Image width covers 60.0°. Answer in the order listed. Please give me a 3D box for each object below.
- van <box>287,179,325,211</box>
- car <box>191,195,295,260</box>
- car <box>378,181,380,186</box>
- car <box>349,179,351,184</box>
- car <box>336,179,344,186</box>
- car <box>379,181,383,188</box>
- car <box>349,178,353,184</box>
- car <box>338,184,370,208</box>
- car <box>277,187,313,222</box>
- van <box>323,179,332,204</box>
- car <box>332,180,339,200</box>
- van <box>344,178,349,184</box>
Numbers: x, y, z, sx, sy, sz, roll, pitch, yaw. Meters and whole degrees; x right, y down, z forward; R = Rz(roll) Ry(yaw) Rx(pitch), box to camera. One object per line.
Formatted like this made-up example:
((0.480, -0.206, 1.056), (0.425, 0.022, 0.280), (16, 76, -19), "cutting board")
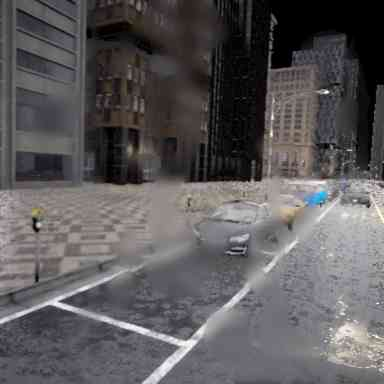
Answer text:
((6.640, 0.291, 19.953), (1.690, 1.788, 3.998), (4, 4, 27), "van")
((1.511, 0.934, 9.924), (2.008, 1.369, 4.403), (4, 4, 27), "car")
((47.501, -1.715, 81.410), (1.947, 1.339, 4.313), (4, 4, 27), "car")
((27.113, -1.241, 60.141), (1.887, 1.381, 4.507), (4, 4, 27), "car")
((14.322, -0.384, 35.017), (2.192, 1.841, 5.009), (4, 4, 27), "car")
((44.941, -1.511, 76.387), (2.008, 1.369, 4.403), (4, 4, 27), "car")
((32.232, -1.654, 70.185), (1.947, 1.339, 4.313), (4, 4, 27), "car")
((12.971, 0.379, 26.328), (1.994, 1.385, 4.181), (4, 4, 27), "car")
((3.995, 0.698, 14.792), (1.752, 1.417, 4.829), (4, 4, 27), "car")
((9.200, 0.075, 24.975), (1.690, 1.788, 3.998), (4, 4, 27), "van")
((11.756, -0.043, 30.003), (1.967, 1.590, 4.097), (4, 4, 27), "car")
((24.561, -1.226, 55.106), (1.690, 1.788, 3.998), (4, 4, 27), "van")
